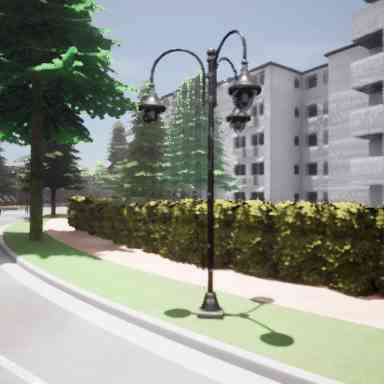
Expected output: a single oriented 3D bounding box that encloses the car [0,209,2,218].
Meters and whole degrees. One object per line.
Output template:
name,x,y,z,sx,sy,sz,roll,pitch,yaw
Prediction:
car,-18.214,1.645,29.007,1.812,1.442,4.674,0,0,-11
